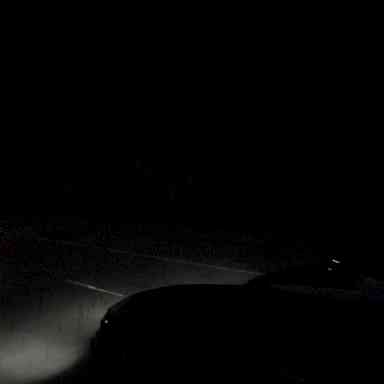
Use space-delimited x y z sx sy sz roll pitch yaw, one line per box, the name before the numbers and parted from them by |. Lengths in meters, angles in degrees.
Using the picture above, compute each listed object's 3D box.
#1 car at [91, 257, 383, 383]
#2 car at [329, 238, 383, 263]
car | 1.015 1.522 3.292 4.674 1.442 1.812 0 0 36
car | 4.855 1.230 4.840 5.566 2.045 2.150 1 0 36
